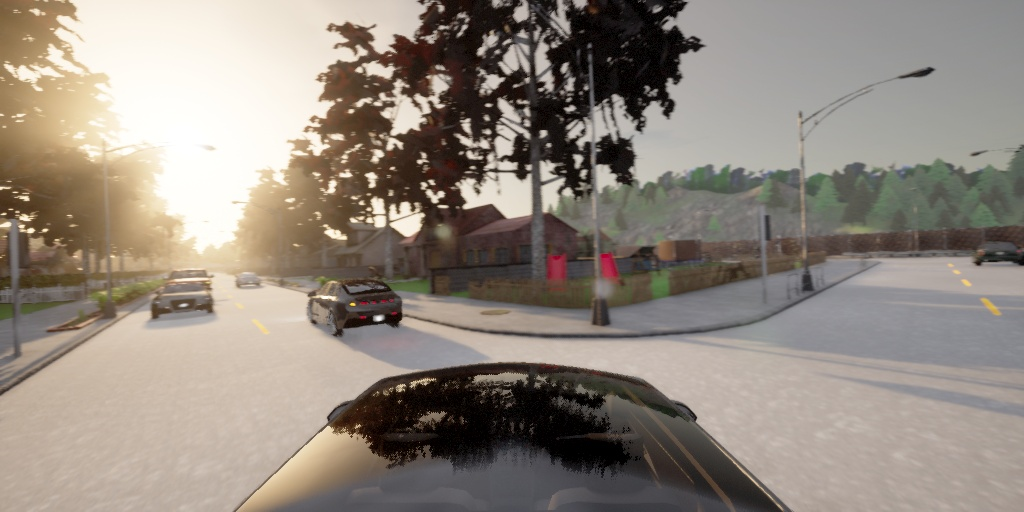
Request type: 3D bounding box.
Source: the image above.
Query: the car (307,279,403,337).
[{"bbox_3d":[-5.118,1.472,11.420,1.837,1.490,4.892,-2,-1,-40],"label":"car"}]

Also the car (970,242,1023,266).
[{"bbox_3d":[34.752,-0.241,25.751,4.553,1.767,2.097,-2,0,-41],"label":"car"}]

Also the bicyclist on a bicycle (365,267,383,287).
[{"bbox_3d":[-8.186,1.453,21.383,1.656,1.620,0.582,-3,0,-41],"label":"bicyclist on a bicycle"}]

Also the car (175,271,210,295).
[{"bbox_3d":[-27.634,2.243,31.113,2.097,1.767,4.553,-2,0,-41],"label":"car"}]

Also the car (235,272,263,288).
[{"bbox_3d":[-27.002,2.400,36.692,1.812,1.442,4.674,-2,0,-40],"label":"car"}]

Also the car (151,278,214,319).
[{"bbox_3d":[-14.994,1.931,16.435,1.994,1.385,4.181,-2,0,-41],"label":"car"}]

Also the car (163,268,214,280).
[{"bbox_3d":[-21.075,1.840,23.473,2.150,2.045,5.566,-2,0,-41],"label":"car"}]
